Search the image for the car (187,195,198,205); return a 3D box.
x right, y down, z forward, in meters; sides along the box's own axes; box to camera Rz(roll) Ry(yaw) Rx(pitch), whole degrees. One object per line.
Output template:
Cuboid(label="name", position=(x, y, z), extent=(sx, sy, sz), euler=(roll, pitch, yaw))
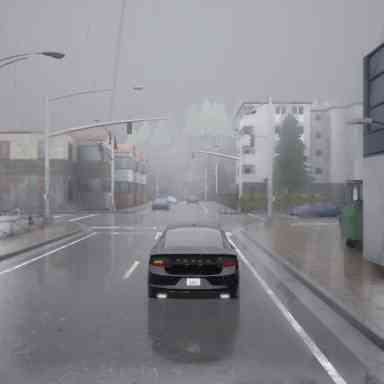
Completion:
Cuboid(label="car", position=(0.104, 1.352, 60.303), extent=(2.097, 1.767, 4.553), euler=(0, 0, 0))

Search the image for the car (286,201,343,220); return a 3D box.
Cuboid(label="car", position=(9.938, 1.367, 25.287), extent=(5.357, 1.411, 2.033), euler=(0, 0, -2))

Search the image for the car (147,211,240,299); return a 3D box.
Cuboid(label="car", position=(0.050, 1.478, 8.498), extent=(1.882, 1.535, 5.008), euler=(0, 0, 1))

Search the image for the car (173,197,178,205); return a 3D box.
Cuboid(label="car", position=(-3.573, 1.525, 57.544), extent=(1.812, 1.442, 4.674), euler=(0, 0, 0))

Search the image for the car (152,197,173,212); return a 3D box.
Cuboid(label="car", position=(-3.596, 1.477, 39.135), extent=(1.882, 1.535, 5.008), euler=(0, 0, 0))
